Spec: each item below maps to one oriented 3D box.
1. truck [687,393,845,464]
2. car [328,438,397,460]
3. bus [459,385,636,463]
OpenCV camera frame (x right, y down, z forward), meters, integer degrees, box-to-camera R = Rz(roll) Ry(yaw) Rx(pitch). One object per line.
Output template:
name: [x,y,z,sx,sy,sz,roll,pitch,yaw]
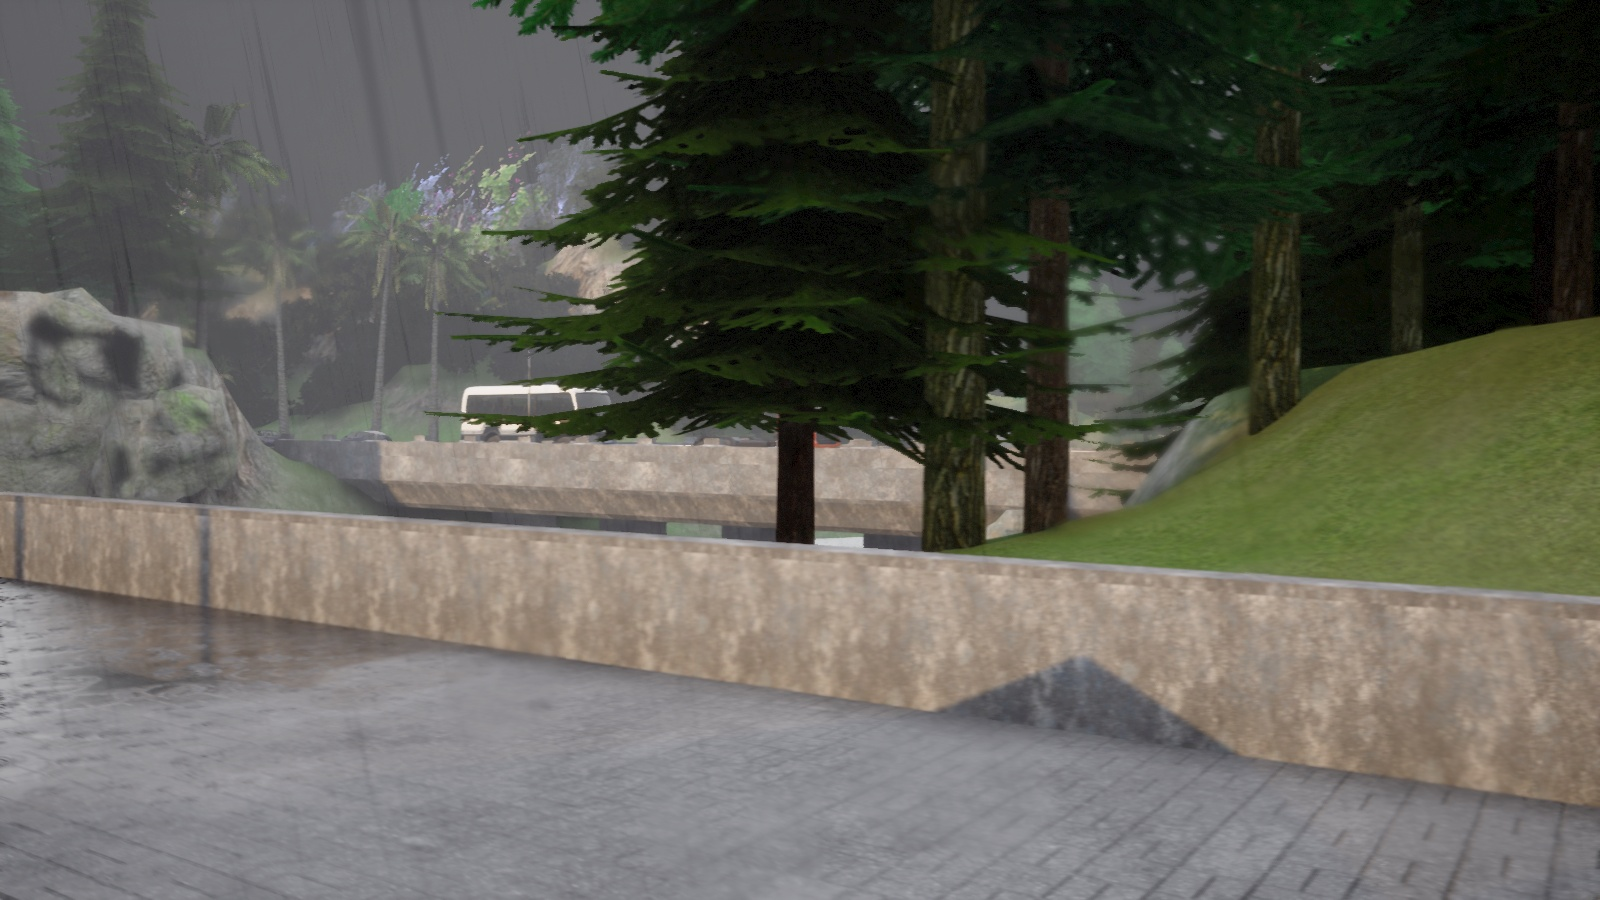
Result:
truck: [-1.818,-1.056,64.850,7.936,3.462,2.891,0,1,34]
car: [-31.024,-0.076,89.034,4.792,1.488,2.163,0,1,34]
bus: [-14.851,-1.424,73.484,10.273,4.253,3.944,0,1,34]
